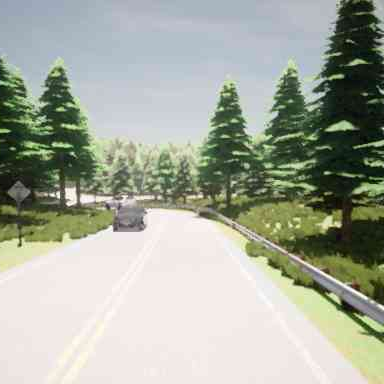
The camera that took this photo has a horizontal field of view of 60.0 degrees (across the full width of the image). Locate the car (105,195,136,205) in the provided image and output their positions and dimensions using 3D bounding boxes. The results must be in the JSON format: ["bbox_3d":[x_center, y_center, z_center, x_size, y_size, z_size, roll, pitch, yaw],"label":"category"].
[{"bbox_3d":[-10.529,1.545,48.850,5.566,2.045,2.150,-2,2,41],"label":"car"}]

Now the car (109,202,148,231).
[{"bbox_3d":[-3.856,1.599,21.342,1.837,1.490,4.892,0,0,-3],"label":"car"}]
